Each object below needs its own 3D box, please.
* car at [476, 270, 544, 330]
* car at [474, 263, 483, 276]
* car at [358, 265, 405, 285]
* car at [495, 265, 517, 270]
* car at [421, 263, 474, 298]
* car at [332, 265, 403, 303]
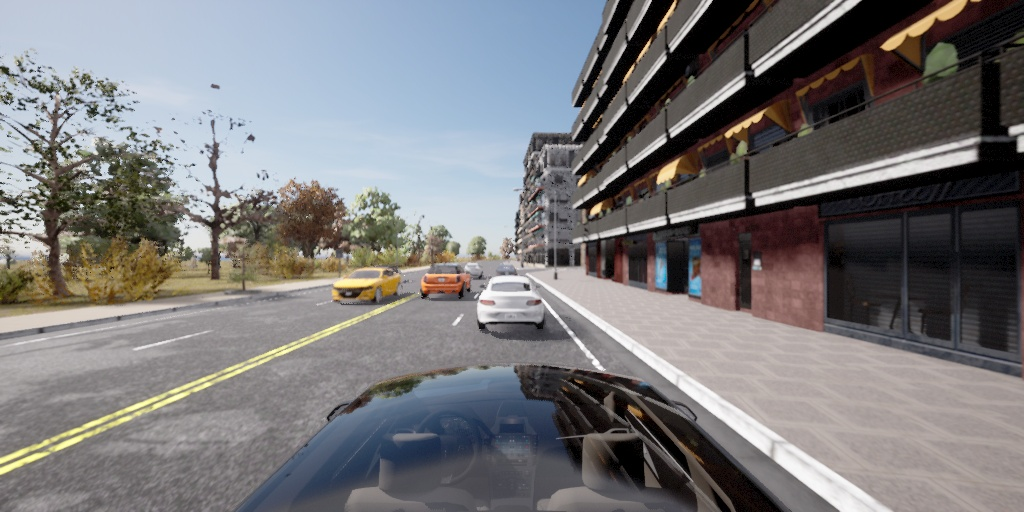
[{"bbox_3d":[-0.047,1.326,11.185,1.812,1.442,4.674,0,0,-1],"label":"car"},{"bbox_3d":[-3.925,1.466,36.143,1.812,1.442,4.674,0,0,-2],"label":"car"},{"bbox_3d":[-10.359,1.449,28.978,2.033,1.411,5.357,0,0,-2],"label":"car"},{"bbox_3d":[-0.491,1.456,30.782,2.033,1.411,5.357,0,0,-2],"label":"car"},{"bbox_3d":[-3.426,1.197,19.351,2.097,1.767,4.553,0,0,-1],"label":"car"},{"bbox_3d":[-6.817,1.313,17.358,1.882,1.535,5.008,0,0,-1],"label":"car"}]
